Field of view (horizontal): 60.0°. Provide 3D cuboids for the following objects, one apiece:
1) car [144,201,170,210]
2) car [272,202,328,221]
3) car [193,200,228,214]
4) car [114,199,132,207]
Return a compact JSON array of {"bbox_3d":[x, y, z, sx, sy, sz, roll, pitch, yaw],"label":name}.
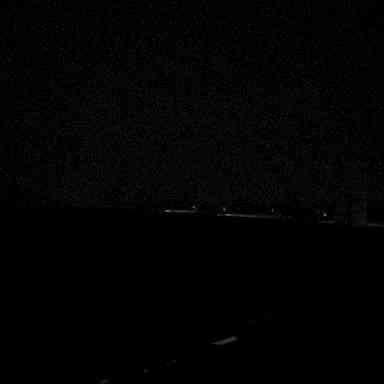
[{"bbox_3d":[-5.087,1.903,47.801,1.895,1.301,4.718,1,-1,-36],"label":"car"},{"bbox_3d":[9.045,1.581,28.195,2.128,1.511,4.902,1,-1,-36],"label":"car"},{"bbox_3d":[2.076,1.678,37.843,2.128,1.511,4.902,1,-1,-36],"label":"car"},{"bbox_3d":[-13.390,2.031,64.270,1.882,1.535,5.008,1,-1,-36],"label":"car"}]
